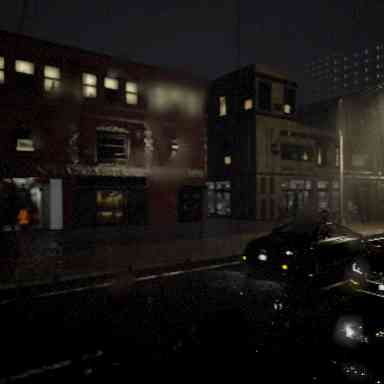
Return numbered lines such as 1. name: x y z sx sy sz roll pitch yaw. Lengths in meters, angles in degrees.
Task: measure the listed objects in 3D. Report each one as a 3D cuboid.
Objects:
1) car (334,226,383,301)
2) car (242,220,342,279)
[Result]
1. car: 5.489 1.517 7.476 4.892 1.490 1.837 0 0 -35
2. car: 3.517 1.566 10.065 4.181 1.385 1.994 0 0 -35
